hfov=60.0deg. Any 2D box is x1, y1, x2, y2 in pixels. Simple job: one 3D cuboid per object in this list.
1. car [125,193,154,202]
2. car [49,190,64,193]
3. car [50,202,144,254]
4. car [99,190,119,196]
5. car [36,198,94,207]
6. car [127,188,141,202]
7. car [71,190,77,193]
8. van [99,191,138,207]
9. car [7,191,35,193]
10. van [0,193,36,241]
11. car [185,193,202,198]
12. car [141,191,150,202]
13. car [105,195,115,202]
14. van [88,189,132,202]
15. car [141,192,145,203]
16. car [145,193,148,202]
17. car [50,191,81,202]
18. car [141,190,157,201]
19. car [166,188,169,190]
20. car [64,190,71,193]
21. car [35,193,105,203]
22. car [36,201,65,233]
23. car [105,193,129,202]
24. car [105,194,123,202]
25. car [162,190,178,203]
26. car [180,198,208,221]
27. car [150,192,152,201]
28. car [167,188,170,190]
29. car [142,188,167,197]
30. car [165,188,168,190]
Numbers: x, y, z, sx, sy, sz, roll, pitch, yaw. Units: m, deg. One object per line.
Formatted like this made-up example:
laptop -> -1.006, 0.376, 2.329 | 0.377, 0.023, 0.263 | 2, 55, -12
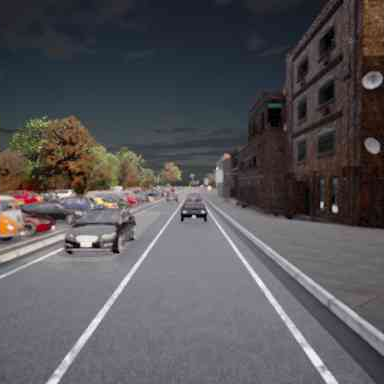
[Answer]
car -> -9.201, 0.954, 58.425 | 4.674, 1.452, 2.002 | -1, 1, 1
car -> -22.344, 0.877, 50.164 | 4.553, 1.767, 2.185 | 0, 1, 0
car -> -3.338, 1.372, 12.954 | 2.128, 1.511, 4.902 | 0, 1, 0
car -> -21.746, 0.260, 87.475 | 4.553, 1.767, 2.185 | 0, 1, 0
car -> -9.392, 1.344, 22.387 | 4.674, 1.452, 2.002 | 0, 1, 0
car -> -9.267, 0.875, 39.082 | 5.566, 2.045, 2.435 | 0, 1, 0
car -> -22.309, 0.688, 55.857 | 5.566, 2.045, 2.435 | 0, 1, 0
van -> -9.164, 0.871, 41.741 | 4.442, 1.987, 1.878 | 0, 1, 0
car -> -22.388, 0.843, 41.809 | 5.566, 2.045, 2.435 | 0, 1, 0
van -> -9.320, 1.162, 13.971 | 4.442, 1.987, 1.878 | 0, 1, 0
car -> 0.168, 0.925, 41.436 | 2.097, 1.767, 4.553 | 0, 1, 0
car -> -9.235, 1.044, 50.218 | 4.674, 1.452, 2.002 | 0, 1, 0
car -> -9.364, 1.247, 27.953 | 4.892, 1.521, 2.231 | 0, 1, 0
van -> -9.194, 0.931, 36.299 | 4.442, 1.987, 1.878 | 0, 1, 0
car -> -9.257, 1.066, 44.651 | 4.892, 1.521, 2.231 | 0, 1, 0
car -> -9.219, 1.064, 47.435 | 4.792, 1.488, 2.163 | 0, 1, 0
car -> -22.234, 0.783, 58.644 | 4.553, 1.767, 2.185 | 0, 1, 0
car -> -9.015, 0.940, 55.782 | 5.366, 1.575, 1.946 | 0, 1, 0
car -> -9.200, 0.429, 87.408 | 4.674, 1.452, 2.002 | 0, 1, 0
car -> -22.328, 0.846, 52.949 | 4.553, 1.767, 2.185 | 0, 1, 0
car -> -9.342, 1.150, 25.167 | 4.553, 1.767, 2.185 | 0, 1, 0
car -> -9.392, 1.389, 16.820 | 4.792, 1.488, 2.163 | 0, 1, 0
car -> -9.320, 1.188, 33.519 | 4.892, 1.521, 2.231 | 0, 1, 0
car -> -9.528, 1.213, 30.737 | 5.366, 1.575, 1.946 | 0, 1, 0
car -> -3.221, 0.916, 54.302 | 2.128, 1.511, 4.902 | 0, 1, 0
car -> 0.132, 1.362, 24.712 | 1.895, 1.301, 4.718 | 0, 1, 0
car -> -9.246, 1.003, 53.001 | 4.792, 1.488, 2.163 | 0, 1, 0
car -> -9.360, 0.350, 90.235 | 5.366, 1.575, 1.946 | 0, 1, 0
car -> -9.274, 0.492, 81.757 | 4.792, 1.488, 2.163 | 0, 1, 0
car -> -9.224, 0.466, 84.583 | 4.674, 1.452, 2.002 | 0, 1, 0
